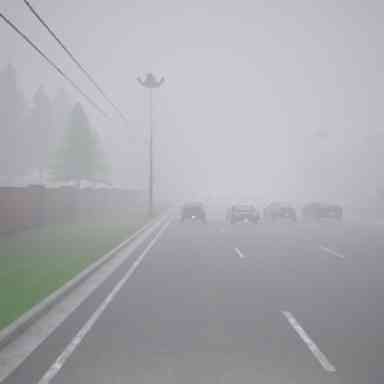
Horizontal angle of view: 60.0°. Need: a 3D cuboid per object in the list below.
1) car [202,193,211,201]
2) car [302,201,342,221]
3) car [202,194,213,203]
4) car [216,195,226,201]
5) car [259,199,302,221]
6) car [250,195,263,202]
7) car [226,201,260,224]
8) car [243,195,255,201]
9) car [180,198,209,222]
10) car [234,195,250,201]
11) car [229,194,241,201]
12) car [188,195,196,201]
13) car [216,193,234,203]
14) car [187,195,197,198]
[{"bbox_3d":[3.525,1.195,81.449,2.097,1.767,4.553,0,0,0],"label":"car"},{"bbox_3d":[10.608,1.480,27.529,1.882,1.535,5.008,0,0,0],"label":"car"},{"bbox_3d":[3.521,1.498,71.059,1.837,1.490,4.892,0,0,0],"label":"car"},{"bbox_3d":[7.025,1.380,81.478,2.033,1.411,5.357,0,0,0],"label":"car"},{"bbox_3d":[7.095,1.528,27.062,1.812,1.442,4.674,0,0,0],"label":"car"},{"bbox_3d":[14.021,1.498,71.056,1.837,1.490,4.892,0,0,0],"label":"car"},{"bbox_3d":[3.608,1.603,24.516,1.895,1.301,4.718,0,0,0],"label":"car"},{"bbox_3d":[14.025,1.380,81.476,2.033,1.411,5.357,0,0,0],"label":"car"},{"bbox_3d":[0.108,1.507,25.969,1.837,1.490,4.892,0,0,0],"label":"car"},{"bbox_3d":[10.522,1.594,71.503,1.895,1.301,4.718,0,0,0],"label":"car"},{"bbox_3d":[10.525,1.365,81.477,2.128,1.511,4.902,0,0,0],"label":"car"},{"bbox_3d":[0.025,1.393,81.480,1.994,1.385,4.181,0,0,0],"label":"car"},{"bbox_3d":[7.021,1.224,71.088,2.150,2.045,5.566,0,0,0],"label":"car"},{"bbox_3d":[0.022,1.353,71.413,2.097,1.767,4.553,0,0,0],"label":"car"}]
